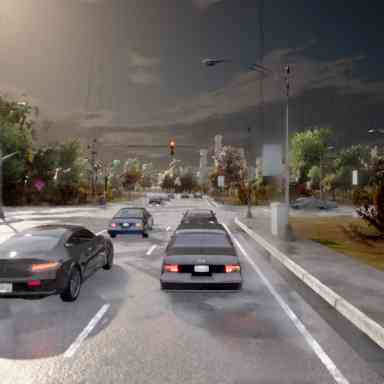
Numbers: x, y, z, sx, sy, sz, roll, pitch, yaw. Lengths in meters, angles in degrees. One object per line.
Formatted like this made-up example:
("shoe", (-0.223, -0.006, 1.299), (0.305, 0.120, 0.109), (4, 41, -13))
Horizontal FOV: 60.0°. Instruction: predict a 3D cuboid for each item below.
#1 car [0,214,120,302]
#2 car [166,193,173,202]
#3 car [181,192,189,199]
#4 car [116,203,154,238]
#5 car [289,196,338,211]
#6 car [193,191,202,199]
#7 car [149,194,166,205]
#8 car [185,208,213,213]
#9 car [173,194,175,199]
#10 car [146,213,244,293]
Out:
("car", (-3.281, 1.515, 8.152), (1.812, 1.442, 4.674), (0, 0, 1))
("car", (-5.651, 1.252, 69.159), (1.812, 1.442, 4.674), (0, 1, 1))
("car", (-1.826, 1.064, 85.597), (1.895, 1.301, 4.718), (0, 1, 1))
("car", (-3.090, 1.508, 17.477), (2.033, 1.411, 5.357), (0, 0, -2))
("car", (14.169, 1.421, 38.893), (5.357, 1.411, 2.033), (0, 0, -2))
("car", (1.679, 0.994, 85.845), (1.812, 1.442, 4.674), (0, 1, 1))
("car", (-6.016, 1.353, 55.705), (2.033, 1.411, 5.357), (0, 0, 1))
("car", (0.414, 1.557, 18.539), (1.895, 1.301, 4.718), (0, 0, 2))
("car", (-5.373, 1.061, 82.990), (2.033, 1.411, 5.357), (0, 1, 1))
("car", (0.228, 1.536, 8.989), (2.033, 1.411, 5.357), (0, 0, 1))
